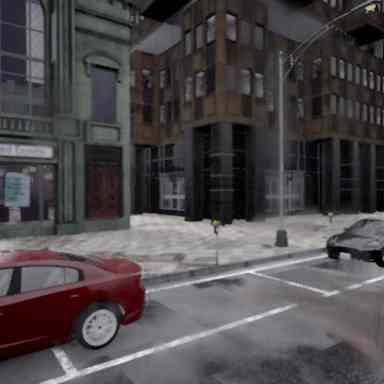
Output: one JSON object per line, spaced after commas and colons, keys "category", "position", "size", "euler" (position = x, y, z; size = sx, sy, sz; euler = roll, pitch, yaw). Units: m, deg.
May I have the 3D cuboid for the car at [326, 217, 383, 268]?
{"category": "car", "position": [6.344, 1.524, 11.177], "size": [4.313, 1.339, 1.947], "euler": [0, 0, -36]}

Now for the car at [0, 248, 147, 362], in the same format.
{"category": "car", "position": [-2.833, 1.544, 4.631], "size": [4.507, 1.381, 1.887], "euler": [0, 0, -35]}
